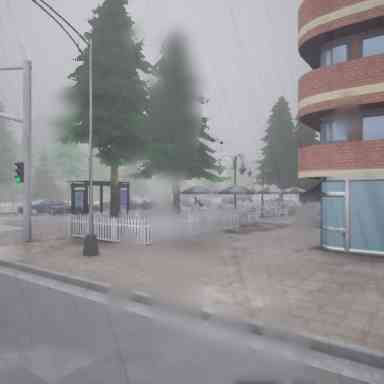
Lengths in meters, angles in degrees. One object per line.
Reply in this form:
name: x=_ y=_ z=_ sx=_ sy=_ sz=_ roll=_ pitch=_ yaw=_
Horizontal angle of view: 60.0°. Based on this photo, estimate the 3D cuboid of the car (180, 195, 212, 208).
car: x=0.816 y=1.508 z=46.492 sx=4.181 sy=1.385 sz=1.994 roll=0 pitch=0 yaw=-43

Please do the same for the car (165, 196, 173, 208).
car: x=-2.251 y=1.296 z=48.340 sx=4.553 sy=1.767 sz=2.097 roll=0 pitch=0 yaw=-43

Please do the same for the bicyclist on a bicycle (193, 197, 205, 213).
bicyclist on a bicycle: x=0.424 y=1.245 z=27.312 sx=1.656 sy=1.620 sz=0.582 roll=0 pitch=0 yaw=36

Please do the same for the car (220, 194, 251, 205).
car: x=7.381 y=1.164 z=55.756 sx=5.566 sy=2.045 sz=2.150 roll=0 pitch=0 yaw=-29

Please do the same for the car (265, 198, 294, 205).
car: x=13.351 y=1.545 z=50.751 sx=4.718 sy=1.301 sz=1.895 roll=0 pitch=0 yaw=-26

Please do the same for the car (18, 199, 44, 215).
car: x=-14.562 y=1.422 z=32.967 sx=1.882 sy=1.535 sz=5.008 roll=0 pitch=0 yaw=36

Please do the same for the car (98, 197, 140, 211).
car: x=-8.844 y=1.422 z=40.638 sx=1.882 sy=1.535 sz=5.008 roll=0 pitch=0 yaw=38

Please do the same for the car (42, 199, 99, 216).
car: x=-11.265 y=1.545 z=31.573 sx=1.895 sy=1.301 sz=4.718 roll=0 pitch=0 yaw=36

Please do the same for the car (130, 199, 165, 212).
car: x=-5.796 y=1.545 z=38.933 sx=1.895 sy=1.301 sz=4.718 roll=0 pitch=0 yaw=37
